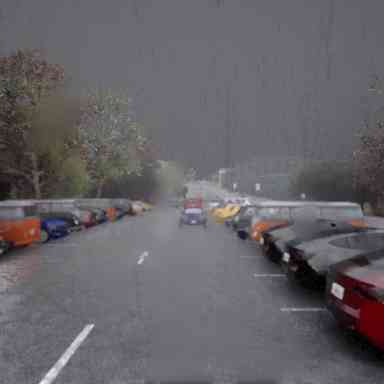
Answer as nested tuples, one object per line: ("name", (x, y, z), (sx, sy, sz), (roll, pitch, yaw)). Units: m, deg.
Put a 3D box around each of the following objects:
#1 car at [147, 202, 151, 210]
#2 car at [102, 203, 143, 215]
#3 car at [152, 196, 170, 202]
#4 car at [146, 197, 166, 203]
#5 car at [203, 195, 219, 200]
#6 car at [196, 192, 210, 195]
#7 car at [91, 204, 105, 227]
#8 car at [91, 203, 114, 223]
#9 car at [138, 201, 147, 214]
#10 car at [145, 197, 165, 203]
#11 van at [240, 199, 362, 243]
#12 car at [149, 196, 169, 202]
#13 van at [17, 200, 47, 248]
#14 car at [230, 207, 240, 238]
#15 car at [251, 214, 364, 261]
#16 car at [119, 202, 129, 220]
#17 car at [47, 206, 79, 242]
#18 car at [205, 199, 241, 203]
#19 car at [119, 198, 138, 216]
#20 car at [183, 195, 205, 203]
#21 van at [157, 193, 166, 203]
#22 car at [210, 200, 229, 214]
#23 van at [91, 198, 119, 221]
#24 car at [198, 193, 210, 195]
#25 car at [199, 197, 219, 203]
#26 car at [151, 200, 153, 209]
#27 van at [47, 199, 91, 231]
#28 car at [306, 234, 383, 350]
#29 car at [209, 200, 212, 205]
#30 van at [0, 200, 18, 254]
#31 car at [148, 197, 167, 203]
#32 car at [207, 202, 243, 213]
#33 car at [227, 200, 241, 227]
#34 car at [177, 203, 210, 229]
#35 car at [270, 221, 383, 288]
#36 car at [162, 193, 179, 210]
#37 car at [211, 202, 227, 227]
("car", (-8.561, 1.993, 46.618), (4.553, 1.767, 2.185), (0, -1, 0))
("car", (-8.528, 2.061, 41.201), (4.674, 1.452, 2.002), (0, -1, 0))
("car", (-8.741, 1.989, 93.100), (4.792, 1.488, 2.163), (0, 0, 0))
("car", (-8.784, 1.967, 81.944), (4.674, 1.452, 2.002), (0, -1, 0))
("car", (4.322, 1.902, 76.555), (4.792, 1.488, 2.163), (0, -1, 0))
("car", (4.276, 1.713, 87.699), (5.566, 2.045, 2.435), (0, 0, 0))
("car", (-8.565, 1.722, 21.820), (4.792, 1.488, 2.163), (0, -1, 0))
("car", (-8.564, 1.758, 24.459), (4.792, 1.488, 2.163), (0, -1, 0))
("car", (-8.346, 1.968, 38.431), (5.366, 1.575, 1.946), (0, -1, 0))
("car", (-8.787, 1.938, 79.159), (4.674, 1.452, 2.002), (0, -1, 0))
("van", (4.426, 1.381, 13.440), (4.442, 1.987, 1.878), (0, -1, 0))
("car", (-8.958, 1.963, 90.444), (5.366, 1.575, 1.946), (0, 0, 0))
("van", (-8.654, 1.380, 13.515), (4.442, 1.987, 1.878), (0, -1, 0))
("car", (4.514, 1.662, 16.214), (4.792, 1.488, 2.163), (0, -1, 0))
("car", (4.571, 1.610, 10.661), (4.792, 1.488, 2.163), (0, -1, 0))
("car", (-8.505, 1.851, 30.123), (4.792, 1.488, 2.163), (0, -1, 0))
("car", (-8.542, 1.632, 16.283), (5.008, 1.535, 2.097), (0, -1, 0))
("car", (4.544, 2.071, 43.961), (5.008, 1.535, 2.097), (0, -1, 0))
("car", (-8.562, 1.620, 32.897), (5.566, 2.045, 2.435), (0, -1, 0))
("car", (0.111, 1.761, 41.273), (2.150, 2.045, 5.566), (0, -1, 0))
("van", (-8.661, 1.646, 76.489), (4.442, 1.987, 1.878), (1, 0, 0))
("car", (4.732, 1.869, 32.859), (5.366, 1.575, 1.946), (0, -1, 0))
("van", (-8.651, 1.546, 27.234), (4.442, 1.987, 1.878), (0, -1, 0))
("car", (4.267, 1.805, 82.126), (4.553, 1.767, 2.185), (0, 0, 0))
("car", (4.307, 1.952, 84.905), (5.008, 1.535, 2.097), (0, 0, 0))
("car", (-8.524, 2.168, 49.387), (5.008, 1.535, 2.097), (0, -1, 0))
("van", (-8.428, 1.435, 19.071), (4.442, 1.987, 1.878), (0, -1, 0))
("car", (4.570, 1.559, 5.109), (4.792, 1.488, 2.163), (0, -1, 0))
("car", (4.541, 1.923, 35.634), (4.892, 1.521, 2.231), (0, -1, 0))
("van", (-8.421, 1.355, 10.745), (4.442, 1.987, 1.878), (0, -1, 0))
("car", (-8.807, 1.980, 84.856), (4.792, 1.488, 2.163), (0, 0, 0))
("car", (4.579, 2.151, 46.737), (4.792, 1.488, 2.163), (0, -1, 0))
("car", (4.512, 1.535, 18.989), (4.553, 1.767, 2.185), (0, -1, 0))
("car", (0.101, 1.761, 23.495), (1.812, 1.442, 4.674), (0, -1, 0))
("car", (4.570, 1.584, 7.885), (4.792, 1.488, 2.163), (0, -1, 0))
("car", (-3.481, 1.852, 57.436), (2.150, 2.045, 5.566), (-1, 2, -2))
("car", (4.359, 1.727, 24.534), (5.366, 1.575, 1.946), (0, -1, 0))
